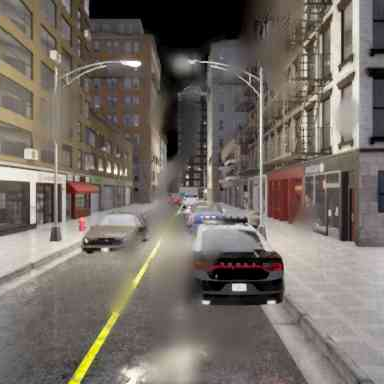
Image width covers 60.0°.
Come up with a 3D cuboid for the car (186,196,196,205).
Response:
[{"bbox_3d":[-0.192,1.514,60.746,1.812,1.442,4.674,0,0,0],"label":"car"}]

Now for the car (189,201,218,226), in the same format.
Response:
[{"bbox_3d":[0.750,1.471,24.150,1.882,1.535,5.008,0,0,0],"label":"car"}]

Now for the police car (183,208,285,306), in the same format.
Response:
[{"bbox_3d":[0.800,1.424,8.260,1.930,1.638,5.238,0,0,0],"label":"police car"}]

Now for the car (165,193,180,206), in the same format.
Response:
[{"bbox_3d":[-3.014,1.207,53.763,2.150,2.045,5.566,0,0,0],"label":"car"}]

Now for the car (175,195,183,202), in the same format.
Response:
[{"bbox_3d":[-3.001,1.496,79.221,1.837,1.490,4.892,0,0,0],"label":"car"}]

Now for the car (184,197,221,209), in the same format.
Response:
[{"bbox_3d":[0.768,1.346,18.121,2.097,1.767,4.553,0,0,0],"label":"car"}]

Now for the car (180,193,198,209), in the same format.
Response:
[{"bbox_3d":[-0.110,1.209,45.946,2.150,2.045,5.566,0,0,0],"label":"car"}]

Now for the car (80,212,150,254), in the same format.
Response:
[{"bbox_3d":[-2.892,1.544,13.750,2.033,1.411,5.357,0,0,0],"label":"car"}]
